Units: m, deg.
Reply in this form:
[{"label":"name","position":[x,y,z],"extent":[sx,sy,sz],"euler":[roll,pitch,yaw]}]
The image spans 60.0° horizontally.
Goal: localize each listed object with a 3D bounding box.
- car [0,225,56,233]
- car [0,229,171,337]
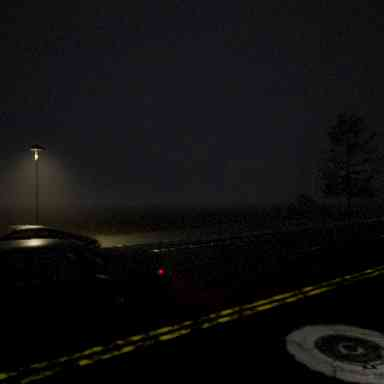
[{"label":"car","position":[-4.460,1.565,8.506],"extent":[4.181,1.385,1.994],"euler":[0,0,-36]},{"label":"car","position":[-2.982,1.549,5.557],"extent":[5.357,1.411,2.033],"euler":[0,0,-36]}]
